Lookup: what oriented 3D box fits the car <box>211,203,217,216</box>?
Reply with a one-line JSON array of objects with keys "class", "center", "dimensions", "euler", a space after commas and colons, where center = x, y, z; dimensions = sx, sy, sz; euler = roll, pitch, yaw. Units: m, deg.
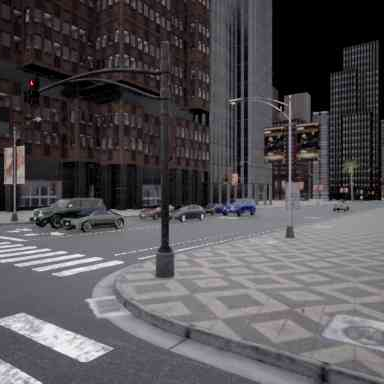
[{"class": "car", "center": [2.773, 2.074, 40.648], "dimensions": [2.033, 1.411, 5.357], "euler": [0, -1, 35]}]

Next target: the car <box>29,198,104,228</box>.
[{"class": "car", "center": [-8.800, 1.457, 24.265], "dimensions": [2.150, 2.045, 5.566], "euler": [0, -1, 35]}]

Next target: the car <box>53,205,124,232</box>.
[{"class": "car", "center": [-6.479, 1.795, 21.915], "dimensions": [1.994, 1.385, 4.181], "euler": [0, -1, 35]}]

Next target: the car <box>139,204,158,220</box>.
[{"class": "car", "center": [-3.104, 1.904, 32.349], "dimensions": [1.812, 1.442, 4.674], "euler": [0, -1, 35]}]

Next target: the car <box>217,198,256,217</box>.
[{"class": "car", "center": [5.586, 1.755, 38.989], "dimensions": [2.150, 2.045, 5.566], "euler": [0, -1, 35]}]

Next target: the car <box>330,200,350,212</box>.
[{"class": "car", "center": [24.169, 2.429, 53.704], "dimensions": [2.033, 1.411, 5.357], "euler": [0, -1, 34]}]

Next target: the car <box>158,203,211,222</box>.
[{"class": "car", "center": [-0.578, 1.884, 30.272], "dimensions": [1.837, 1.490, 4.892], "euler": [0, -1, 35]}]
